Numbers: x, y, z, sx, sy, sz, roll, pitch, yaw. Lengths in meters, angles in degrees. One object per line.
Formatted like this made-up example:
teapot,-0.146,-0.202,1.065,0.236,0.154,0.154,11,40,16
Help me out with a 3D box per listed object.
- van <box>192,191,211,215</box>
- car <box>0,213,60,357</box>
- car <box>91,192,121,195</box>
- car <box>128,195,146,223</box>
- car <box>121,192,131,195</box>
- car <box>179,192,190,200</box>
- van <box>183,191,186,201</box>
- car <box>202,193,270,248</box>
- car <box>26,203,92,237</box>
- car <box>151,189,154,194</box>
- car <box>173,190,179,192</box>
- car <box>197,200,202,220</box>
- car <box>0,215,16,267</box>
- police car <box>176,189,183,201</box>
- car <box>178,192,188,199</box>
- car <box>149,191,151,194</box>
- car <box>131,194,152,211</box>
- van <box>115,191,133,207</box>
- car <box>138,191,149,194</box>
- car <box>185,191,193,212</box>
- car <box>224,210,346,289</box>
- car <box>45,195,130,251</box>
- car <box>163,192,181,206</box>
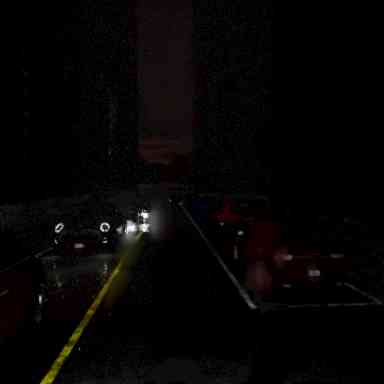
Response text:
van,1.210,1.017,23.931,1.690,1.788,3.998,-1,1,-4
car,-3.320,1.338,3.578,2.097,1.767,4.553,0,1,-3
car,-7.608,1.008,27.633,2.192,1.841,5.009,-1,1,-4
car,-4.594,1.226,22.912,2.128,1.511,4.902,0,1,-4
car,-8.271,1.005,37.383,1.967,1.590,4.097,-1,1,-4
car,-1.565,0.702,64.369,1.947,1.339,4.313,-1,1,-4
van,0.188,0.816,39.158,1.690,1.788,3.998,-1,1,-4
car,1.890,1.123,13.779,2.192,1.841,5.009,-1,1,-4
car,-6.938,1.371,17.887,2.008,1.369,4.403,-1,1,-4
car,-11.476,0.465,84.376,2.008,1.369,4.403,-1,1,-4
car,-3.391,0.828,52.140,1.837,1.490,4.892,0,1,-4
car,1.555,1.324,18.858,1.802,1.307,4.206,-1,1,-4
car,-6.261,1.475,7.968,1.752,1.417,4.829,-1,1,-4
police car,-1.177,0.719,52.986,1.930,1.638,5.238,0,1,-4
car,-1.920,0.630,69.560,1.947,1.339,4.313,-1,1,-4
car,-10.743,0.653,73.647,1.802,1.307,4.206,-1,1,-4
car,-5.290,1.193,33.687,1.895,1.301,4.718,0,1,-3
van,-8.606,0.841,42.256,1.690,1.788,3.998,-1,1,-4
car,-10.378,0.691,68.282,1.887,1.381,4.507,-1,1,-4
car,0.869,0.924,29.006,2.192,1.841,5.009,-1,1,-4
car,2.236,1.419,8.706,1.887,1.381,4.507,-1,1,-4
car,-3.960,1.208,13.494,2.097,1.767,4.553,0,1,-4
car,-2.716,1.020,42.188,1.994,1.385,4.181,0,1,-3
